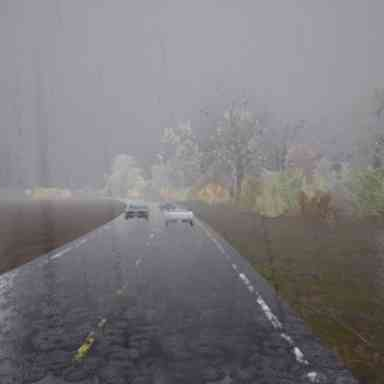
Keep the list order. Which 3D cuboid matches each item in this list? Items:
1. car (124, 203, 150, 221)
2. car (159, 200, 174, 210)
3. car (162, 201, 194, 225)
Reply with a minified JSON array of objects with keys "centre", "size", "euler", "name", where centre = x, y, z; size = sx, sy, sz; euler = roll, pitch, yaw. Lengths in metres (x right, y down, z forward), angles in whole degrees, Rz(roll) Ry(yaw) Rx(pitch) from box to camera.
[{"centre":[-4.447,1.597,27.483],"size":[1.895,1.301,4.718],"euler":[0,0,-5],"name":"car"},{"centre":[-3.088,1.587,41.586],"size":[1.895,1.301,4.718],"euler":[0,0,-8],"name":"car"},{"centre":[-0.993,1.593,23.729],"size":[1.895,1.301,4.718],"euler":[0,0,-5],"name":"car"}]
